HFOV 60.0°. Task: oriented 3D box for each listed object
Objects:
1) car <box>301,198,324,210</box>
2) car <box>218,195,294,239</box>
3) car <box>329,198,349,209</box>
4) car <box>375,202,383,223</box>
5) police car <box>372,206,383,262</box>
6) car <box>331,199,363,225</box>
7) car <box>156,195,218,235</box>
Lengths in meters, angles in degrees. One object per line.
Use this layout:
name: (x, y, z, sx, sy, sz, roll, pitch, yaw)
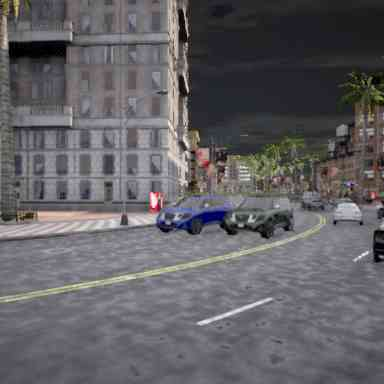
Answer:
car: (15.181, 1.459, 42.109, 2.128, 1.511, 4.902, 0, 0, 5)
car: (3.818, 1.205, 17.956, 2.150, 2.045, 5.566, 0, 0, 34)
car: (18.626, 1.474, 41.428, 1.837, 1.490, 4.892, 0, 0, 5)
car: (15.417, 1.547, 25.335, 1.994, 1.385, 4.181, 0, 0, 21)
police car: (7.632, 1.418, 11.392, 1.930, 1.638, 5.238, 0, 0, 39)
car: (11.244, 1.508, 24.141, 1.812, 1.442, 4.674, 0, 0, 23)
car: (0.367, 1.203, 19.073, 2.150, 2.045, 5.566, 0, 0, 35)
